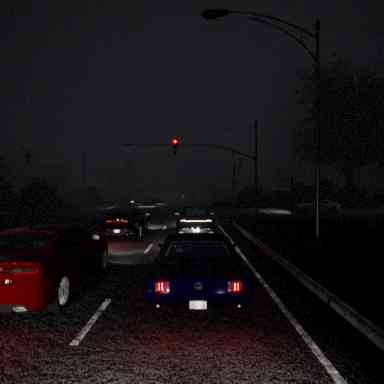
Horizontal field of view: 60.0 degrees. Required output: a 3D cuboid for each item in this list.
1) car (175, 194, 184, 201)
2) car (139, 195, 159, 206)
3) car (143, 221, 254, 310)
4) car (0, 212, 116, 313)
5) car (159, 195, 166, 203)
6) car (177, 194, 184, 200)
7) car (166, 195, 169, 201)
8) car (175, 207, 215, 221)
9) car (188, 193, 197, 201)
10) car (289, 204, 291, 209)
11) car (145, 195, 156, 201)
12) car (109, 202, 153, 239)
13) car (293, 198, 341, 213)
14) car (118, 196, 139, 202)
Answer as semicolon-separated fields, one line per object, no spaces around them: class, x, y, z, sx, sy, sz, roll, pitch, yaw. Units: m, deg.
car;-3.292;1.528;84.663;2.033;1.411;5.357;0;0;0
car;-6.958;1.561;54.703;1.994;1.385;4.181;0;0;-1
car;0.118;1.600;7.778;1.895;1.301;4.718;0;0;0
car;-3.383;1.477;7.805;1.882;1.535;5.008;0;0;0
car;-6.855;1.598;66.308;1.895;1.301;4.718;0;0;1
car;-3.226;1.324;95.071;1.882;1.535;5.008;0;0;1
car;-6.803;1.474;81.385;1.882;1.535;5.008;0;0;0
car;0.150;1.491;17.040;2.128;1.511;4.902;0;0;-1
car;0.208;1.214;84.684;2.150;2.045;5.566;0;0;0
car;14.111;1.503;39.636;4.892;1.490;1.837;0;0;3
car;-10.298;1.536;83.035;2.033;1.411;5.357;0;0;0
car;-3.359;1.504;17.303;1.837;1.490;4.892;0;0;0
car;13.647;1.524;36.157;4.674;1.442;1.812;0;0;3
car;-10.480;1.488;53.264;2.128;1.511;4.902;0;0;1
